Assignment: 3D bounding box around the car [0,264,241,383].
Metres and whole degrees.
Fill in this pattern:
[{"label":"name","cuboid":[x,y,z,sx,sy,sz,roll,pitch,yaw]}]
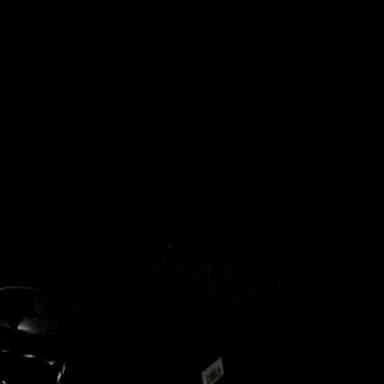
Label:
[{"label":"car","cuboid":[-1.512,1.586,4.033,4.313,1.339,1.947,0,1,36]}]
